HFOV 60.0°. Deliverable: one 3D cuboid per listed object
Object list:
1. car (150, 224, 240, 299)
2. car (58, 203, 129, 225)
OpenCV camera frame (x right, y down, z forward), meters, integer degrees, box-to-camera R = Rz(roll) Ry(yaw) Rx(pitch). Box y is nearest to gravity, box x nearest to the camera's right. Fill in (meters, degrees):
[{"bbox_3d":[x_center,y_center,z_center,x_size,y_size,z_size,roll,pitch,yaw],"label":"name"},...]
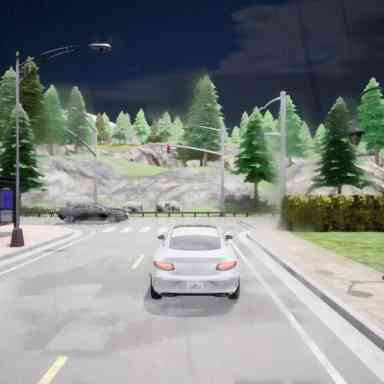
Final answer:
[{"bbox_3d":[0.077,1.526,8.310,1.812,1.442,4.674,0,0,1],"label":"car"},{"bbox_3d":[-7.000,1.503,23.752,4.902,1.511,2.128,0,0,1],"label":"car"}]
